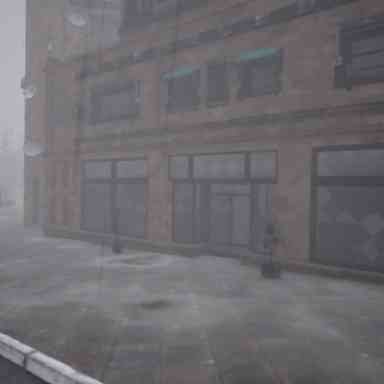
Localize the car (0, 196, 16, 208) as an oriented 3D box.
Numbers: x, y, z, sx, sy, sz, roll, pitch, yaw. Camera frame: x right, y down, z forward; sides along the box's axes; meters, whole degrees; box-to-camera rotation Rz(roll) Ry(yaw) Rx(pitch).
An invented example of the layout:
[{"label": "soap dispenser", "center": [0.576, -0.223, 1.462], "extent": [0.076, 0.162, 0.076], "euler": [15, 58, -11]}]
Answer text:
[{"label": "car", "center": [-22.286, 1.126, 37.678], "extent": [1.812, 1.442, 4.674], "euler": [1, 0, 22]}]
